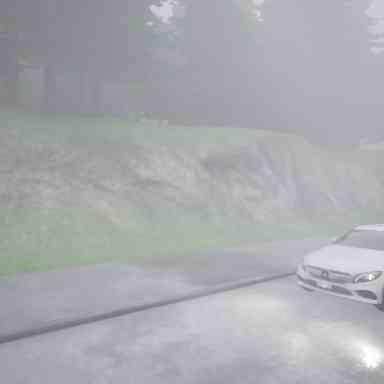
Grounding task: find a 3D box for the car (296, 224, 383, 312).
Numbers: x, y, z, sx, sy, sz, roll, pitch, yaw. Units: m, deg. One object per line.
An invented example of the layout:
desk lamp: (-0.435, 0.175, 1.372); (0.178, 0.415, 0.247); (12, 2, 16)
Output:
car: (4.449, 1.512, 7.745); (4.674, 1.442, 1.812); (0, 0, -35)
